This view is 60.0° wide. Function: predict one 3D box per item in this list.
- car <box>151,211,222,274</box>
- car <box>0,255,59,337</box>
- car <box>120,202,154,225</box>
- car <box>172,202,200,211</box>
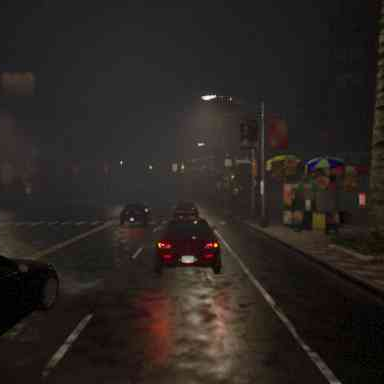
[{"bbox_3d":[-0.148,1.520,10.484,1.812,1.442,4.674,0,-1,-1],"label":"car"},{"bbox_3d":[-3.548,1.528,4.720,1.812,1.442,4.674,0,0,-1],"label":"car"},{"bbox_3d":[-3.925,1.496,23.860,1.837,1.490,4.892,0,0,-1],"label":"car"},{"bbox_3d":[-0.454,1.490,25.251,1.837,1.490,4.892,0,1,-1],"label":"car"}]
